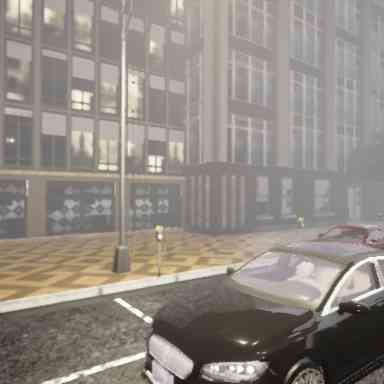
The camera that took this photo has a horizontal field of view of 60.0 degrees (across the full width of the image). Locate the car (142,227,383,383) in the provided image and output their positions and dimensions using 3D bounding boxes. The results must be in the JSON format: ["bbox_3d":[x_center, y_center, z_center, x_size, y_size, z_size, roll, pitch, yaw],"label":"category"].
[{"bbox_3d":[1.710,1.518,4.603,4.902,1.511,2.128,0,0,-36],"label":"car"}]

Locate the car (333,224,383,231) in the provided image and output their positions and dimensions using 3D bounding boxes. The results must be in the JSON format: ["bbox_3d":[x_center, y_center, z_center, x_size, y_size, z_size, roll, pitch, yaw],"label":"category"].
[{"bbox_3d":[4.911,1.649,10.074,4.206,1.307,1.802,0,0,-36],"label":"car"}]
